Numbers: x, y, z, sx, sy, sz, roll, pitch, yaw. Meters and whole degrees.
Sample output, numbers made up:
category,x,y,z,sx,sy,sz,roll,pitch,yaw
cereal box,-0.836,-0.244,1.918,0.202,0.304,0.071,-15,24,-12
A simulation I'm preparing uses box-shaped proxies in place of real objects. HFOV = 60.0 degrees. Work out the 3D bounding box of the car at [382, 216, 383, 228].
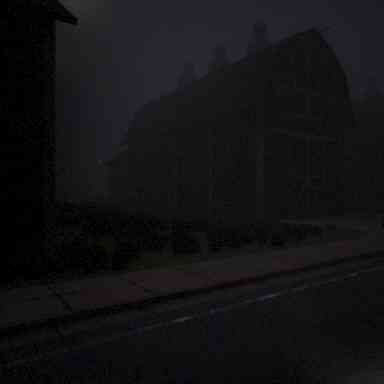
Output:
category,x,y,z,sx,sy,sz,roll,pitch,yaw
car,11.321,1.217,17.054,1.905,1.878,3.866,6,3,12

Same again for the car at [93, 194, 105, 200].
category,x,y,z,sx,sy,sz,roll,pitch,yaw
car,-20.021,1.436,71.862,1.905,1.878,3.866,0,0,-35
